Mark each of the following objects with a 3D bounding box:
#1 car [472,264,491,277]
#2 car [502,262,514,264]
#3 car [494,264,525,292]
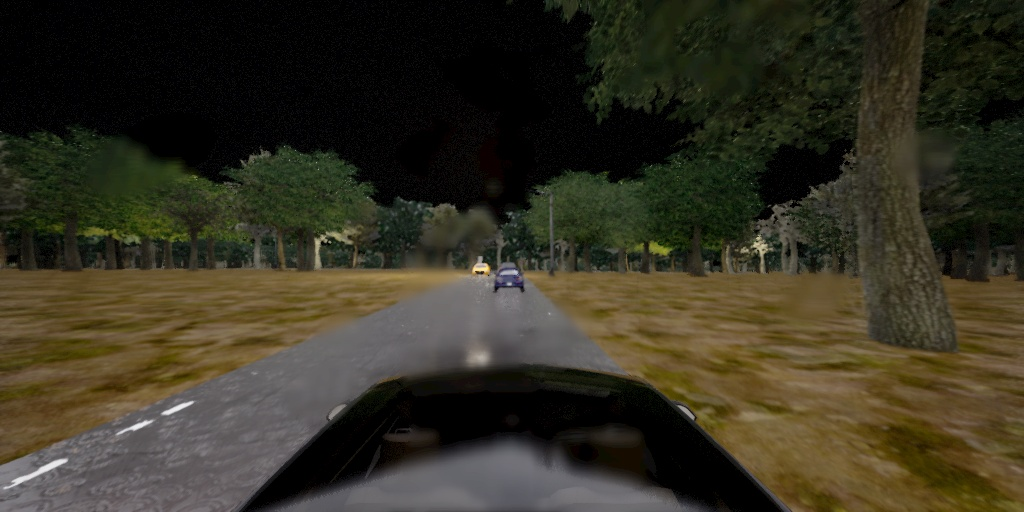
[{"bbox_3d":[-3.526,1.625,41.670,1.882,1.535,5.008,-1,-1,-1],"label":"car"},{"bbox_3d":[-0.397,1.418,38.053,2.097,1.767,4.553,-1,-1,-1],"label":"car"},{"bbox_3d":[-0.182,1.440,22.805,1.812,1.442,4.674,-1,0,-1],"label":"car"}]
